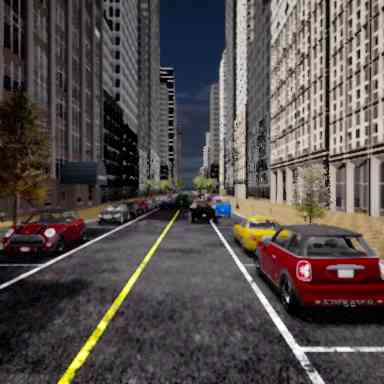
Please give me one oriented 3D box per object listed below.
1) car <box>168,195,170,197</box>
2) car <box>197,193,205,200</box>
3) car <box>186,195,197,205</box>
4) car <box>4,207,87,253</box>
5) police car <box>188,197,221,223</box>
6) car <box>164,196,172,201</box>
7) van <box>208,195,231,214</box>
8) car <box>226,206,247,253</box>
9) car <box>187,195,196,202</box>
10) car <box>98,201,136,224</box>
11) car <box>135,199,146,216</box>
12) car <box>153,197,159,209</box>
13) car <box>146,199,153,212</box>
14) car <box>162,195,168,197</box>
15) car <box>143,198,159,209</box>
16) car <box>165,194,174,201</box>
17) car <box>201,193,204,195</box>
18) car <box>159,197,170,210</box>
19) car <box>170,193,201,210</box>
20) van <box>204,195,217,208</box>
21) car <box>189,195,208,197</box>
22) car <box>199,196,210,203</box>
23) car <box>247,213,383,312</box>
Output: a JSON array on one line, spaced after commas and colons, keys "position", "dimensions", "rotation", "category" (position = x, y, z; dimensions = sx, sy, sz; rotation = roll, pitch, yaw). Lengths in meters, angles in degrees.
[{"position": [-5.805, 1.568, 70.222], "dimensions": [2.008, 1.369, 4.403], "rotation": [-1, 0, 0], "category": "car"}, {"position": [2.539, 1.337, 92.970], "dimensions": [2.192, 1.841, 5.009], "rotation": [-1, 0, 0], "category": "car"}, {"position": [-0.095, 1.368, 61.772], "dimensions": [2.097, 1.767, 4.553], "rotation": [0, 0, 0], "category": "car"}, {"position": [-5.719, 1.443, 13.386], "dimensions": [1.967, 1.590, 4.097], "rotation": [-1, 0, 0], "category": "car"}, {"position": [0.860, 1.432, 25.903], "dimensions": [1.930, 1.638, 5.238], "rotation": [0, 0, 0], "category": "police car"}, {"position": [-5.822, 1.602, 81.589], "dimensions": [1.802, 1.307, 4.206], "rotation": [-1, 0, 0], "category": "car"}, {"position": [2.634, 1.349, 30.450], "dimensions": [1.690, 1.788, 3.998], "rotation": [-1, 0, 0], "category": "van"}, {"position": [2.662, 1.529, 13.569], "dimensions": [1.752, 1.417, 4.829], "rotation": [-1, 0, 0], "category": "car"}, {"position": [-0.117, 1.461, 76.802], "dimensions": [1.994, 1.385, 4.181], "rotation": [0, 0, 0], "category": "car"}, {"position": [-5.736, 1.557, 24.753], "dimensions": [2.008, 1.369, 4.403], "rotation": [-1, 0, 0], "category": "car"}, {"position": [-5.744, 1.574, 30.437], "dimensions": [1.947, 1.339, 4.313], "rotation": [-1, 0, 0], "category": "car"}, {"position": [-5.762, 1.562, 41.804], "dimensions": [2.008, 1.369, 4.403], "rotation": [-1, 0, 0], "category": "car"}, {"position": [-5.753, 1.554, 36.121], "dimensions": [1.887, 1.381, 4.507], "rotation": [-1, 0, 0], "category": "car"}, {"position": [-5.788, 1.566, 58.855], "dimensions": [2.008, 1.369, 4.403], "rotation": [-1, 0, 0], "category": "car"}, {"position": [-5.770, 1.594, 47.488], "dimensions": [1.802, 1.307, 4.206], "rotation": [-1, 0, 0], "category": "car"}, {"position": [-5.832, 1.461, 87.273], "dimensions": [1.967, 1.590, 4.097], "rotation": [-1, 0, 0], "category": "car"}, {"position": [2.616, 1.326, 41.817], "dimensions": [2.192, 1.841, 5.009], "rotation": [-1, 0, 0], "category": "car"}, {"position": [-3.158, 1.612, 43.261], "dimensions": [1.895, 1.301, 4.718], "rotation": [0, 0, 0], "category": "car"}, {"position": [-0.207, 1.231, 42.176], "dimensions": [2.150, 2.045, 5.566], "rotation": [-1, 0, 24], "category": "car"}, {"position": [2.608, 1.354, 47.501], "dimensions": [1.690, 1.788, 3.998], "rotation": [-1, 0, 0], "category": "van"}, {"position": [0.845, 1.465, 35.983], "dimensions": [1.801, 1.575, 5.366], "rotation": [0, 0, 0], "category": "car"}, {"position": [2.576, 1.569, 70.235], "dimensions": [2.008, 1.369, 4.403], "rotation": [-1, 0, 0], "category": "car"}, {"position": [2.670, 1.442, 7.716], "dimensions": [1.967, 1.590, 4.097], "rotation": [-1, 0, 0], "category": "car"}]
